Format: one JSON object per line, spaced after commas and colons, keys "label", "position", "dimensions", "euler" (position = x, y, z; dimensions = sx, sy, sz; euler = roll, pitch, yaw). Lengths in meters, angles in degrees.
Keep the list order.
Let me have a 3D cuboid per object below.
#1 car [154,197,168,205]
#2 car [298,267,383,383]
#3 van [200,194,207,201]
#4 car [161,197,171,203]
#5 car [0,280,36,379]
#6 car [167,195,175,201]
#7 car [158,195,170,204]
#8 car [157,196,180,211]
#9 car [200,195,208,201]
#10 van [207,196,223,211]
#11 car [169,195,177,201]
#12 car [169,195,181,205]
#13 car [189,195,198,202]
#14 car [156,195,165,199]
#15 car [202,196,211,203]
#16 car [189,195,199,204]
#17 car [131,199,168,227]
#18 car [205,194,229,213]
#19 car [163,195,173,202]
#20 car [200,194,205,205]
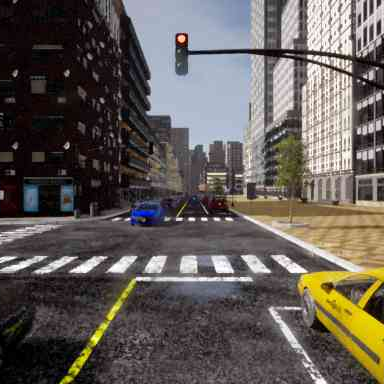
{"label": "car", "position": [-5.430, 1.584, 58.526], "dimensions": [1.887, 1.381, 4.507], "euler": [0, 0, 0]}
{"label": "car", "position": [2.705, 1.525, 4.140], "dimensions": [1.752, 1.417, 4.829], "euler": [0, 0, 0]}
{"label": "van", "position": [3.099, 1.441, 91.648], "dimensions": [1.690, 1.788, 3.998], "euler": [0, 0, 0]}
{"label": "car", "position": [-5.380, 1.639, 69.580], "dimensions": [1.802, 1.307, 4.206], "euler": [0, 0, 0]}
{"label": "car", "position": [-3.089, 1.547, 2.281], "dimensions": [2.033, 1.411, 5.357], "euler": [0, 0, 0]}
{"label": "car", "position": [-5.305, 1.613, 85.990], "dimensions": [1.752, 1.417, 4.829], "euler": [0, 0, 0]}
{"label": "car", "position": [-5.405, 1.488, 64.053], "dimensions": [1.967, 1.590, 4.097], "euler": [0, 0, 0]}
{"label": "car", "position": [-2.906, 1.524, 41.858], "dimensions": [1.837, 1.490, 4.892], "euler": [0, -1, 0]}
{"label": "car", "position": [3.076, 1.614, 86.292], "dimensions": [1.752, 1.417, 4.829], "euler": [0, 0, 0]}
{"label": "van", "position": [2.874, 1.358, 41.909], "dimensions": [1.690, 1.788, 3.998], "euler": [0, 0, 0]}
{"label": "car", "position": [-5.279, 1.644, 91.685], "dimensions": [1.887, 1.381, 4.507], "euler": [0, 0, 0]}
{"label": "car", "position": [-2.826, 1.522, 54.907], "dimensions": [2.128, 1.511, 4.902], "euler": [0, 0, 0]}
{"label": "car", "position": [0.350, 1.570, 76.587], "dimensions": [1.837, 1.490, 4.892], "euler": [0, 0, 0]}
{"label": "car", "position": [-5.455, 1.581, 53.000], "dimensions": [2.008, 1.369, 4.403], "euler": [0, 0, 0]}
{"label": "car", "position": [3.000, 1.602, 69.542], "dimensions": [1.887, 1.381, 4.507], "euler": [0, 0, 0]}
{"label": "car", "position": [0.402, 1.405, 66.692], "dimensions": [2.097, 1.767, 4.553], "euler": [0, 0, 0]}
{"label": "car", "position": [-2.998, 1.504, 23.207], "dimensions": [1.882, 1.535, 5.008], "euler": [0, 0, 0]}
{"label": "car", "position": [2.849, 1.327, 36.383], "dimensions": [2.192, 1.841, 5.009], "euler": [0, 0, 0]}
{"label": "car", "position": [-5.355, 1.507, 75.107], "dimensions": [1.967, 1.590, 4.097], "euler": [0, 0, 0]}
{"label": "car", "position": [2.949, 1.354, 58.488], "dimensions": [2.192, 1.841, 5.009], "euler": [0, 0, 0]}
